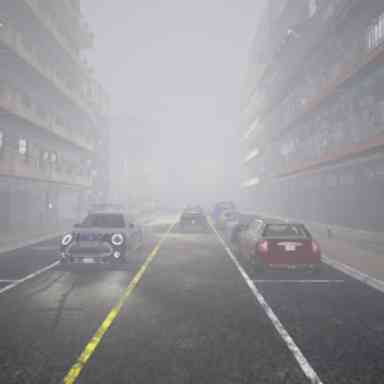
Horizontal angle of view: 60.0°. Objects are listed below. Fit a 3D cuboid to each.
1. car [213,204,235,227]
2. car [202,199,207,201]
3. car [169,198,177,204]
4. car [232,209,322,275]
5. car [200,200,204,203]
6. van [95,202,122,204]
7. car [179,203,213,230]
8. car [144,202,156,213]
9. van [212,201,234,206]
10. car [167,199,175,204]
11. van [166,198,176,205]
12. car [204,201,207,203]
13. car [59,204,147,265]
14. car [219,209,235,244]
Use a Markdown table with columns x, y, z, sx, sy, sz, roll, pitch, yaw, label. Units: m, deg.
| x | y | z | sx | sy | sz | roll | pitch | yaw | label |
| --- | --- | --- | --- | --- | --- | --- | --- | --- | --- |
| 2.658 | 1.778 | 22.478 | 1.752 | 1.417 | 4.829 | 1 | -1 | 0 | car |
| 2.922 | 2.450 | 81.439 | 2.008 | 1.369 | 4.403 | 1 | -1 | 0 | car |
| -5.487 | 2.481 | 94.430 | 1.967 | 1.590 | 4.097 | 1 | -1 | 0 | car |
| 2.665 | 1.565 | 10.968 | 1.967 | 1.590 | 4.097 | 1 | -1 | 0 | car |
| 0.079 | 2.017 | 40.636 | 1.994 | 1.385 | 4.181 | 0 | -1 | 0 | car |
| -5.686 | 1.593 | 22.378 | 1.690 | 1.788 | 3.998 | 1 | -1 | 0 | van |
| 0.088 | 1.757 | 23.529 | 2.128 | 1.511 | 4.902 | 0 | -1 | 0 | car |
| -5.793 | 2.053 | 45.053 | 2.008 | 1.369 | 4.403 | 1 | -1 | 0 | car |
| 2.658 | 1.655 | 27.980 | 1.690 | 1.788 | 3.998 | 1 | -1 | 0 | van |
| -5.522 | 2.545 | 88.758 | 1.947 | 1.339 | 4.313 | 1 | -1 | 0 | car |
| -5.627 | 2.259 | 83.098 | 1.690 | 1.788 | 3.998 | 1 | -1 | 0 | van |
| 2.647 | 2.021 | 39.318 | 1.802 | 1.307 | 4.206 | 1 | -1 | 0 | car |
| -3.105 | 1.491 | 12.227 | 2.097 | 1.767 | 4.553 | 0 | -1 | 0 | car |
| 2.660 | 1.754 | 16.637 | 1.947 | 1.339 | 4.313 | 1 | -1 | 0 | car |
